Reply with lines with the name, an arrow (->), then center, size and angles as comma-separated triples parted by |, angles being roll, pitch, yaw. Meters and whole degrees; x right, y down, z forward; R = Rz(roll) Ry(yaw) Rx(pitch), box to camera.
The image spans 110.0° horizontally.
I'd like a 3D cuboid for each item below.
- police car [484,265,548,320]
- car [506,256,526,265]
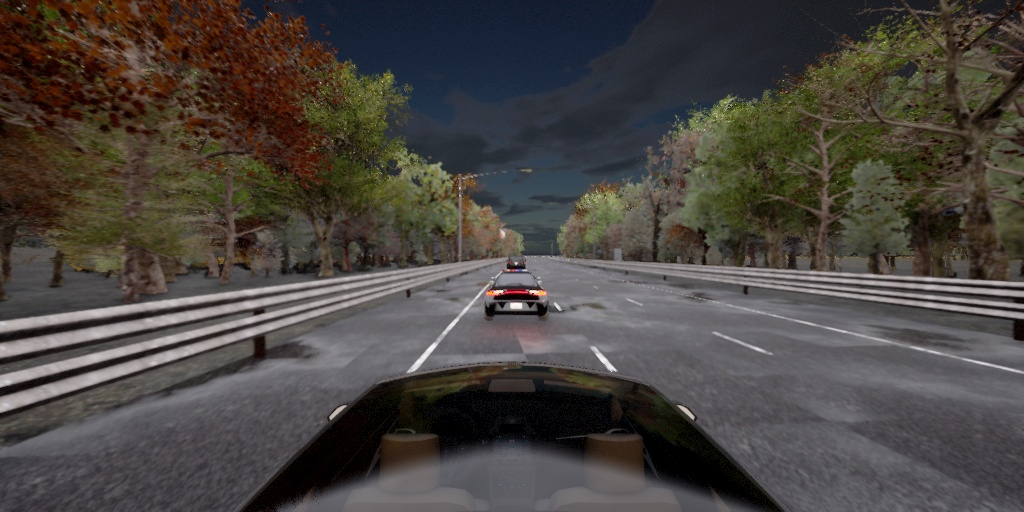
police car -> 0.138, 1.253, 12.692 | 2.038, 1.542, 4.974 | 0, 0, 0
car -> 0.498, 0.964, 42.142 | 2.150, 2.045, 5.566 | 0, 0, 1
